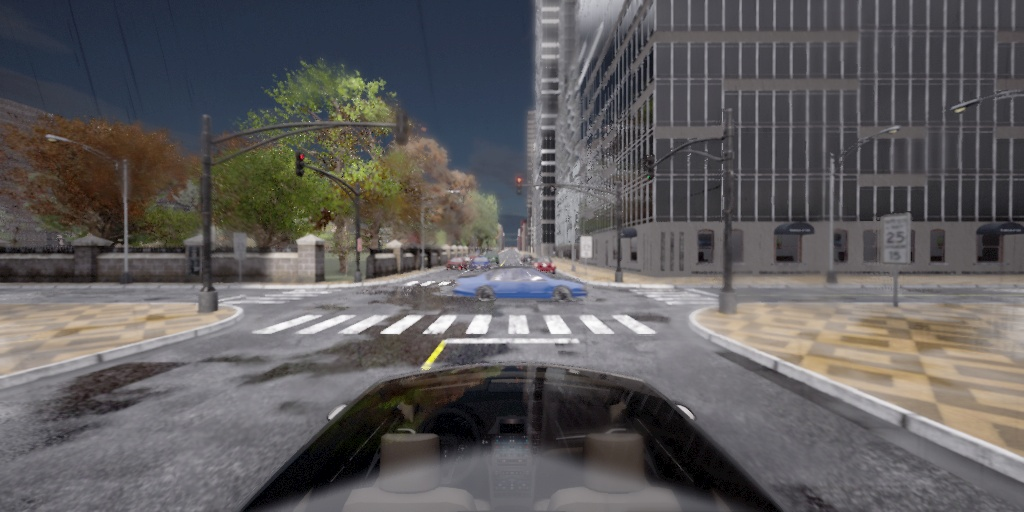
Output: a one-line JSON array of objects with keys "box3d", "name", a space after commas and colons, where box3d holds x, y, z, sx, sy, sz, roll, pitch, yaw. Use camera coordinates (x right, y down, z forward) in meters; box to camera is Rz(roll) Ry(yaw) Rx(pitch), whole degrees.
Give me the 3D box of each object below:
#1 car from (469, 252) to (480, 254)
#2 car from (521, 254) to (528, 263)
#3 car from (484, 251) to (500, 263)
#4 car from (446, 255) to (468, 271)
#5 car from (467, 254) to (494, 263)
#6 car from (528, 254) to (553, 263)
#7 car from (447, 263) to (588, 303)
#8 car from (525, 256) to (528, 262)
[{"box3d": [-5.675, 0.350, 54.241, 2.192, 1.841, 5.009, 0, 0, 0], "name": "car"}, {"box3d": [2.707, 0.521, 59.916, 1.948, 1.339, 4.313, 0, 0, 0], "name": "car"}, {"box3d": [-3.059, 0.261, 53.988, 2.150, 2.045, 5.566, 0, 1, 0], "name": "car"}, {"box3d": [-5.680, 0.814, 37.193, 1.888, 1.381, 4.507, 0, 0, 0], "name": "car"}, {"box3d": [-3.084, 0.805, 36.434, 1.812, 1.442, 4.674, 0, 1, 0], "name": "car"}, {"box3d": [2.700, 0.785, 31.513, 1.967, 1.591, 4.097, 0, 0, 0], "name": "car"}, {"box3d": [0.312, 1.126, 14.753, 5.357, 1.411, 2.033, 0, 1, 1], "name": "car"}, {"box3d": [2.701, 0.834, 37.193, 1.948, 1.339, 4.313, 0, 0, 0], "name": "car"}]
